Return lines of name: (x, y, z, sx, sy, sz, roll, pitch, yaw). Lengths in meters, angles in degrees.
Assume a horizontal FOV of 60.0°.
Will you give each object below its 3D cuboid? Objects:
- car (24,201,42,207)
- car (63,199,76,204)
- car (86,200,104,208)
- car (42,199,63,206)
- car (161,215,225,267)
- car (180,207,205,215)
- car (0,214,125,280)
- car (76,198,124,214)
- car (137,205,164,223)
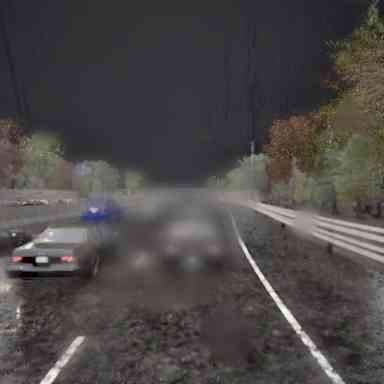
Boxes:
car: (-28.020, 2.213, 59.542, 1.895, 1.301, 4.718, 0, -1, 0)
car: (-21.029, 2.123, 60.097, 1.837, 1.490, 4.892, 0, 0, 1)
car: (-17.529, 2.222, 60.243, 1.895, 1.301, 4.718, 0, -1, 1)
car: (-24.526, 2.121, 60.015, 1.837, 1.490, 4.892, 0, 0, 1)
car: (0.039, 1.715, 11.800, 1.895, 1.301, 4.718, 0, -1, 0)
car: (0.037, 1.865, 26.800, 1.895, 1.301, 4.718, 0, -1, 0)
car: (-3.473, 1.647, 10.249, 2.033, 1.411, 5.357, 0, -1, 1)
car: (-6.966, 1.482, 26.344, 2.150, 2.045, 5.566, 0, 0, 1)
car: (-3.453, 1.802, 28.104, 1.812, 1.442, 4.674, 0, 0, 0)
